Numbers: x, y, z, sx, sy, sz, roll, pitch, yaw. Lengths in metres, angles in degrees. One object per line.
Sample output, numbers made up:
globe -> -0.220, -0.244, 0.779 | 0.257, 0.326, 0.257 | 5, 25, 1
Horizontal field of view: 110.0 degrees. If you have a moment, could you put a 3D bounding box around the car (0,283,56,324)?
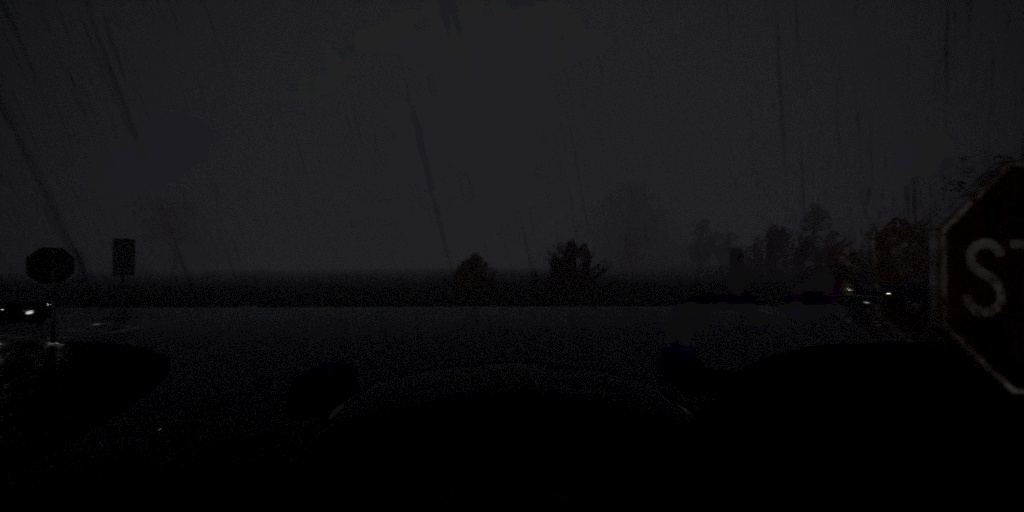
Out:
car -> -17.036, 1.457, 10.963 | 4.892, 1.490, 1.837 | 0, 0, 2

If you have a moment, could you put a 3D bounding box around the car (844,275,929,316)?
car -> 14.968, 1.349, 12.841 | 4.718, 1.301, 1.895 | 0, -1, 2
